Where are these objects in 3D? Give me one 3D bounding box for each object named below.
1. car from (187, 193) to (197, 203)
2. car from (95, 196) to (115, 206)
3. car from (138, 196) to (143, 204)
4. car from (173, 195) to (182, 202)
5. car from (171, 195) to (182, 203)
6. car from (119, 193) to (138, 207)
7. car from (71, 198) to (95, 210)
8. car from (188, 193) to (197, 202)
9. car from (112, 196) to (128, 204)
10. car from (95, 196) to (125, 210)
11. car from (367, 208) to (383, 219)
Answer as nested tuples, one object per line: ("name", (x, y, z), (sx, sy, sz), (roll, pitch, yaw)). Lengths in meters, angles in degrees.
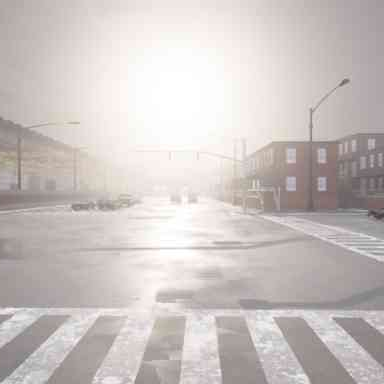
("car", (0.167, 1.547, 69.632), (2.033, 1.411, 5.357), (0, 0, 0))
("car", (-14.037, 1.478, 54.015), (1.882, 1.535, 5.008), (0, 0, 0))
("car", (-10.496, 1.526, 62.619), (1.812, 1.442, 4.674), (0, 0, 0))
("car", (-3.422, 1.478, 80.488), (1.882, 1.535, 5.008), (0, 0, 0))
("car", (-3.364, 1.353, 70.202), (2.097, 1.767, 4.553), (0, 0, 0))
("car", (-10.541, 1.221, 52.825), (2.150, 2.045, 5.566), (0, 0, 0))
("car", (-14.057, 1.547, 43.617), (2.033, 1.411, 5.357), (0, 0, 0))
("car", (0.078, 1.225, 80.265), (2.150, 2.045, 5.566), (0, 0, 0))
("car", (-13.972, 1.478, 64.623), (1.882, 1.535, 5.008), (0, 0, 1))
("car", (-10.569, 1.601, 43.200), (1.895, 1.301, 4.718), (0, 0, 3))
("car", (17.061, 1.547, 26.642), (5.357, 1.411, 2.033), (0, 0, 0))
